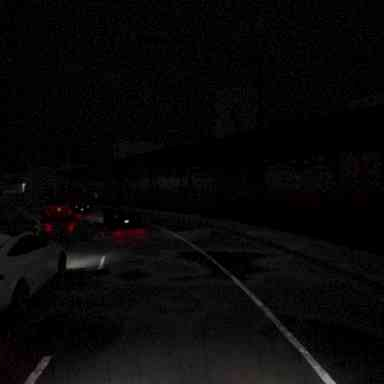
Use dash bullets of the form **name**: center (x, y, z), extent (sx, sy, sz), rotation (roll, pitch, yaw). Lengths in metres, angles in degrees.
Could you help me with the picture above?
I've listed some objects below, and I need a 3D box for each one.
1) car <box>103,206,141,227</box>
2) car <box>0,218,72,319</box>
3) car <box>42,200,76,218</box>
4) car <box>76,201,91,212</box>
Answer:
- **car**: center (-5.001, 1.589, 23.138), extent (1.895, 1.301, 4.718), rotation (-1, 0, -23)
- **car**: center (-4.130, 1.548, 7.173), extent (1.812, 1.442, 4.674), rotation (0, 0, -7)
- **car**: center (-11.601, 1.425, 28.440), extent (2.097, 1.767, 4.553), rotation (-1, 0, -28)
- **car**: center (-13.164, 1.664, 38.453), extent (1.895, 1.301, 4.718), rotation (-1, 0, -30)
